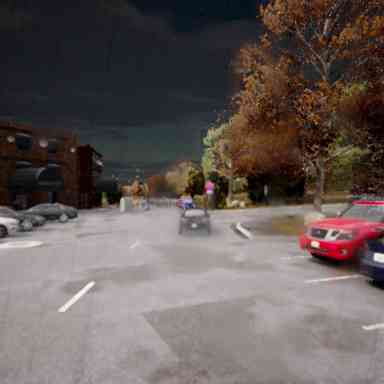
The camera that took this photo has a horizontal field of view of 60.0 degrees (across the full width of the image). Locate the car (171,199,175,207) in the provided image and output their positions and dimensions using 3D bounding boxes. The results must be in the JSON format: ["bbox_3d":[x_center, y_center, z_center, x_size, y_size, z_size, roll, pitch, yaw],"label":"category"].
[{"bbox_3d":[-3.466,2.155,66.680,2.231,1.521,4.892,0,-1,-18],"label":"car"}]

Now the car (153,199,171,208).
[{"bbox_3d":[-5.535,2.048,60.949,1.882,1.535,5.008,0,-1,-12],"label":"car"}]

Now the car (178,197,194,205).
[{"bbox_3d":[-0.652,1.831,49.535,2.097,1.535,5.008,0,-1,-1],"label":"car"}]

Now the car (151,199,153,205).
[{"bbox_3d":[-11.943,2.516,81.304,2.097,1.535,5.008,-1,0,-41],"label":"car"}]

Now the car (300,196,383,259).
[{"bbox_3d":[6.376,1.290,11.147,5.566,2.045,2.435,1,0,-20],"label":"car"}]

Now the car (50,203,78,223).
[{"bbox_3d":[-11.413,1.617,25.797,4.892,1.521,2.231,-1,0,-20],"label":"car"}]

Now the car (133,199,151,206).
[{"bbox_3d":[-11.829,2.279,75.612,2.097,1.767,4.553,-1,-1,-32],"label":"car"}]

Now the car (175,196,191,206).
[{"bbox_3d":[-1.012,1.680,55.522,2.435,2.045,5.566,0,-1,-7],"label":"car"}]

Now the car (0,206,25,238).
[{"bbox_3d":[-11.418,1.612,17.000,4.674,1.452,2.002,-1,-1,-20],"label":"car"}]

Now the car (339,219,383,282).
[{"bbox_3d":[6.423,1.557,8.228,4.792,1.488,2.163,1,-1,-20],"label":"car"}]

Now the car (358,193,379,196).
[{"bbox_3d":[17.683,0.845,31.999,4.902,1.511,2.128,-3,1,2],"label":"car"}]

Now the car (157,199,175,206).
[{"bbox_3d":[-5.672,2.261,71.979,2.097,1.535,5.008,0,-1,-27],"label":"car"}]

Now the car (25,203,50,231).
[{"bbox_3d":[-11.423,1.587,19.934,4.892,1.521,2.231,-1,-1,-20],"label":"car"}]

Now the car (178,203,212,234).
[{"bbox_3d":[0.228,1.626,19.836,1.812,1.442,4.674,0,0,3],"label":"car"}]
